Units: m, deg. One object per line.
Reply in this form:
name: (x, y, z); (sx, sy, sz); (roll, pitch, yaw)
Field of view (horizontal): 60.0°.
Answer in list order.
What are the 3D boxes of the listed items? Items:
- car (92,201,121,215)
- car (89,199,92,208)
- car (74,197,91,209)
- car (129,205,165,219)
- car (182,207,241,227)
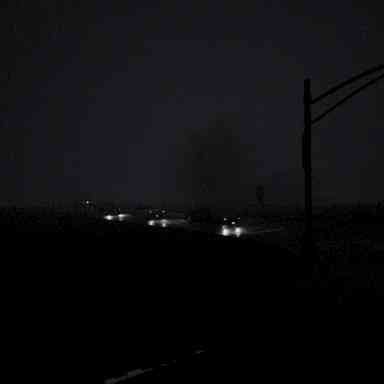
car: (-10.728, 2.078, 42.480); (1.837, 1.490, 4.892); (-1, 0, -35)
car: (-14.354, 2.153, 53.836); (2.128, 1.511, 4.902); (-1, 0, -35)
car: (-20.415, 2.027, 62.271); (2.150, 2.045, 5.566); (-1, 0, -36)
car: (-4.646, 2.030, 34.000); (1.895, 1.301, 4.718); (-1, 0, -35)
car: (1.363, 1.835, 25.622); (2.033, 1.411, 5.357); (-1, 0, -36)
